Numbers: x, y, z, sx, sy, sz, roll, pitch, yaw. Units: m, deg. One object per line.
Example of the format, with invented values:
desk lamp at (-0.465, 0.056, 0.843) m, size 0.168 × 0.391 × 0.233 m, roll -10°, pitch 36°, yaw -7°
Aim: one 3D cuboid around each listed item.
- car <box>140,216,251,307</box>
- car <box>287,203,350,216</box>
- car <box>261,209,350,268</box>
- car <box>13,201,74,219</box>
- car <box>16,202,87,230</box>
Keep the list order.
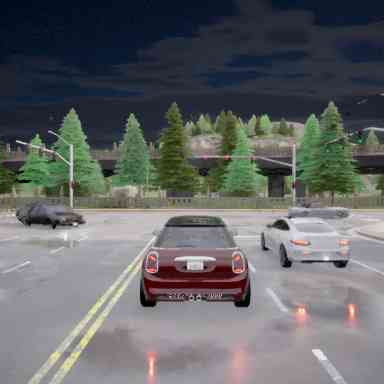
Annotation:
car at (0.078, 1.352, 8.136) m, size 2.097 × 1.767 × 4.553 m, roll 0°, pitch 0°, yaw 1°
car at (10.385, 1.544, 27.423) m, size 4.718 × 1.301 × 1.895 m, roll 0°, pitch 0°, yaw 1°
car at (3.595, 1.526, 11.183) m, size 1.812 × 1.442 × 4.674 m, roll 0°, pitch 0°, yaw 0°
car at (-12.300, 1.509, 27.786) m, size 4.181 × 1.385 × 1.994 m, roll 0°, pitch 0°, yaw 1°
car at (-9.133, 1.537, 21.465) m, size 5.357 × 1.411 × 2.033 m, roll 0°, pitch 0°, yaw 36°
